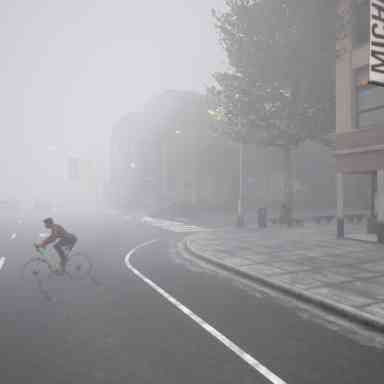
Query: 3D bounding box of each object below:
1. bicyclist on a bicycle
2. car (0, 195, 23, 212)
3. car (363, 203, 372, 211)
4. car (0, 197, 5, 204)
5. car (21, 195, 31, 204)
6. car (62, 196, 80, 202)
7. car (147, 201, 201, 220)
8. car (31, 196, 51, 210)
[{"bbox_3d":[-3.355,1.453,8.254,1.656,1.620,0.582,-2,1,-26],"label":"bicyclist on a bicycle"},{"bbox_3d":[-21.622,1.491,39.372,2.128,1.511,4.902,0,0,-25],"label":"car"},{"bbox_3d":[22.876,1.547,39.625,5.357,1.411,2.033,0,0,-26],"label":"car"},{"bbox_3d":[-37.796,1.594,63.089,1.895,1.301,4.718,0,0,4],"label":"car"},{"bbox_3d":[-31.015,1.600,59.217,1.895,1.301,4.718,0,0,-4],"label":"car"},{"bbox_3d":[-26.456,1.524,72.723,1.812,1.442,4.674,0,0,14],"label":"car"},{"bbox_3d":[-1.492,1.525,28.124,4.674,1.442,1.812,0,0,-20],"label":"car"},{"bbox_3d":[-19.027,1.525,42.082,1.812,1.442,4.674,0,0,-24],"label":"car"}]
